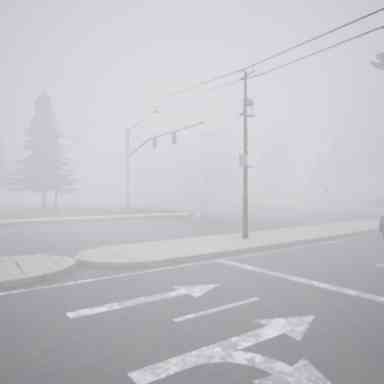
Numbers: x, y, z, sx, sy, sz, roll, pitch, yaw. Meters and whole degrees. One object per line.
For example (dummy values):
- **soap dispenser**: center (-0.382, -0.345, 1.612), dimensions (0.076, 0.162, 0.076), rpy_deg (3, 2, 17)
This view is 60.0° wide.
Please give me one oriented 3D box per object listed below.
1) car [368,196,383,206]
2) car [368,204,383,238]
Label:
- **car**: center (27.058, 1.326, 47.507), dimensions (4.553, 1.767, 2.097), rpy_deg (0, 0, -36)
- **car**: center (10.926, 1.482, 16.144), dimensions (4.902, 1.511, 2.128), rpy_deg (0, 0, -37)
